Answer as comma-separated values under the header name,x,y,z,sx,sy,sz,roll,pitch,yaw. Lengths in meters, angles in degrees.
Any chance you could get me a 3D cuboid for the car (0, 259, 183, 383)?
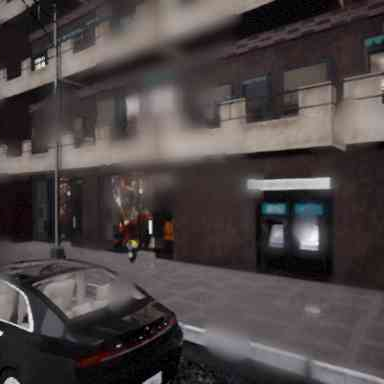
name,x,y,z,sx,sy,sz,roll,pitch,yaw
car,-2.156,1.591,4.417,4.403,1.369,2.008,-1,-1,36
